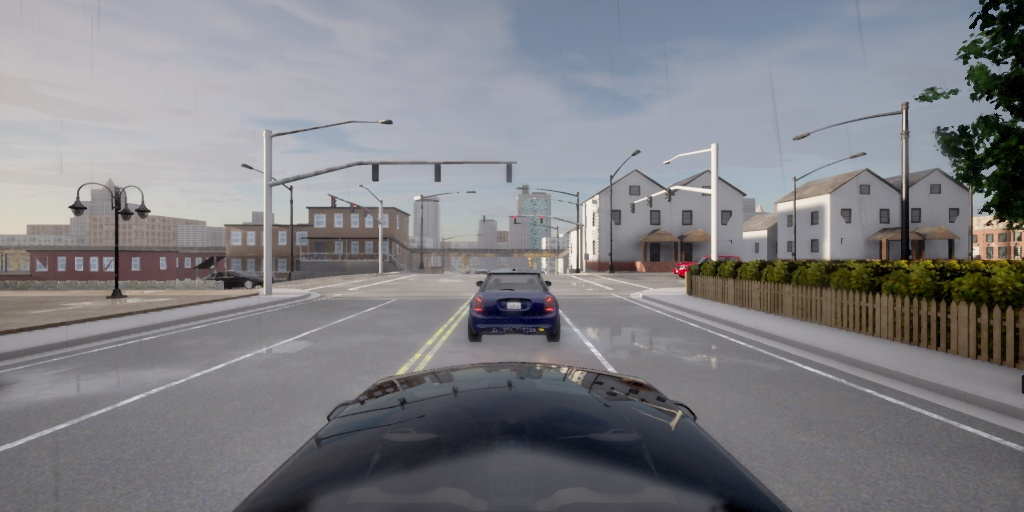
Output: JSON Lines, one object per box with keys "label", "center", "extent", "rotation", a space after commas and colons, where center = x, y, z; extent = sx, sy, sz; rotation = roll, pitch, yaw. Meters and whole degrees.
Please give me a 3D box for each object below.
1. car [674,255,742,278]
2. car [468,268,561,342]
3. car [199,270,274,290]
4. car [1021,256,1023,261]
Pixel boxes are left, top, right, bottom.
{"label": "car", "center": [17.042, 0.971, 31.060], "extent": [5.566, 2.045, 2.150], "rotation": [0, 0, -1]}
{"label": "car", "center": [0.055, 1.102, 9.942], "extent": [2.097, 1.767, 4.553], "rotation": [0, 0, 0]}
{"label": "car", "center": [-20.509, 1.790, 26.749], "extent": [4.892, 1.490, 1.837], "rotation": [-5, 0, -1]}
{"label": "car", "center": [42.784, 0.971, 27.774], "extent": [5.566, 2.045, 2.150], "rotation": [0, 0, -1]}
